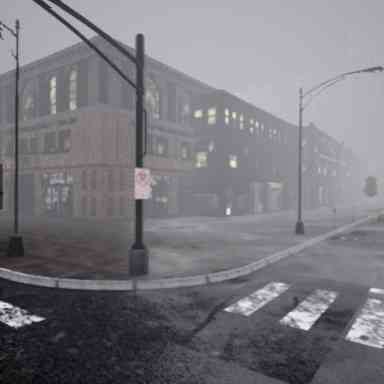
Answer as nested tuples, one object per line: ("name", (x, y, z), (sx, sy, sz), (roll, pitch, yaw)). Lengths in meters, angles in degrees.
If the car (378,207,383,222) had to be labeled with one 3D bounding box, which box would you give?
("car", (16.044, 1.646, 26.750), (1.752, 1.417, 4.829), (0, 0, 35))
